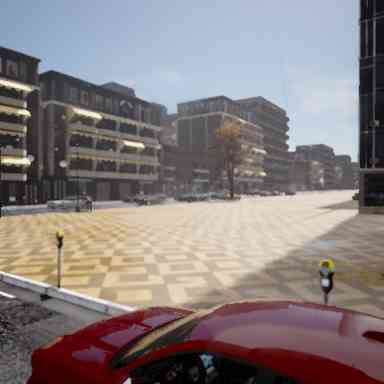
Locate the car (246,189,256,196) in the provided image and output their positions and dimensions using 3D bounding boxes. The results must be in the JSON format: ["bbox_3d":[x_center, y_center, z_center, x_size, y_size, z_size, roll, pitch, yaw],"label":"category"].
[{"bbox_3d":[16.252,0.077,89.255,2.192,1.841,5.009,1,2,35],"label":"car"}]

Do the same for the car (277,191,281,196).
[{"bbox_3d":[19.973,0.443,79.912,2.008,1.369,4.403,1,2,35],"label":"car"}]

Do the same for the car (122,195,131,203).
[{"bbox_3d":[-9.097,1.016,52.624,1.947,1.339,4.313,1,2,35],"label":"car"}]

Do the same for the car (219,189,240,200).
[{"bbox_3d":[7.396,0.758,61.734,1.752,1.417,4.829,1,2,35],"label":"car"}]

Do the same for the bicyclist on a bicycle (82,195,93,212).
[{"bbox_3d":[-9.937,1.091,31.517,1.656,1.620,0.582,0,1,35],"label":"bicyclist on a bicycle"}]

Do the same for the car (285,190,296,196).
[{"bbox_3d":[26.310,0.161,89.070,1.967,1.590,4.097,1,2,35],"label":"car"}]

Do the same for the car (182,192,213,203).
[{"bbox_3d":[0.962,0.959,52.435,2.008,1.369,4.403,1,2,35],"label":"car"}]

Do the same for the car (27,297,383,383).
[{"bbox_3d":[0.529,1.547,2.488,4.507,1.381,1.887,0,0,35],"label":"car"}]

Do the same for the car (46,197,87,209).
[{"bbox_3d":[-14.896,1.283,39.710,1.895,1.301,4.718,0,1,35],"label":"car"}]

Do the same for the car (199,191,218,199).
[{"bbox_3d":[3.480,0.632,70.801,1.752,1.417,4.829,1,2,35],"label":"car"}]

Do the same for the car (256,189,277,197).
[{"bbox_3d":[16.805,0.528,75.334,2.008,1.369,4.403,1,2,35],"label":"car"}]

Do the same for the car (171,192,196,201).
[{"bbox_3d":[-1.460,0.823,58.982,1.837,1.490,4.892,0,1,35],"label":"car"}]

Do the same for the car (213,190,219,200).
[{"bbox_3d":[5.357,0.760,63.535,2.033,1.411,5.357,0,1,35],"label":"car"}]

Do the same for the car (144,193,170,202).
[{"bbox_3d":[-5.929,0.914,57.203,2.008,1.369,4.403,1,2,35],"label":"car"}]

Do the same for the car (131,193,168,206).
[{"bbox_3d":[-5.375,1.133,43.275,2.008,1.369,4.403,1,2,35],"label":"car"}]

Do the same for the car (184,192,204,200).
[{"bbox_3d":[0.408,0.756,66.363,1.947,1.339,4.313,1,2,35],"label":"car"}]

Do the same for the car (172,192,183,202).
[{"bbox_3d":[-0.497,0.922,54.981,2.033,1.411,5.357,0,1,35],"label":"car"}]
